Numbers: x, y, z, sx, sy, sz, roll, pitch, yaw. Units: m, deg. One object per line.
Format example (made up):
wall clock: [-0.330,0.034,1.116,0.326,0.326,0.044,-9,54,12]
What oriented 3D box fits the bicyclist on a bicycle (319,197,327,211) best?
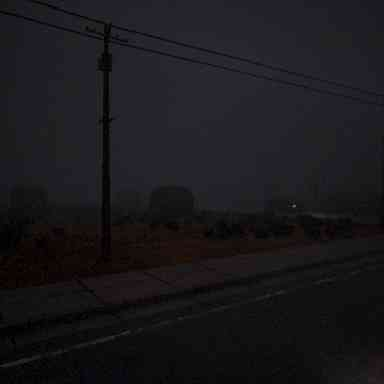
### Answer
bicyclist on a bicycle: [15.083,1.423,38.128,1.656,1.620,0.582,0,0,-33]

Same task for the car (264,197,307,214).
car: [9.428,1.317,33.796,2.097,1.767,4.553,0,0,-33]

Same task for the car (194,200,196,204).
car: [-1.307,1.566,57.388,1.895,1.301,4.718,0,0,-32]
